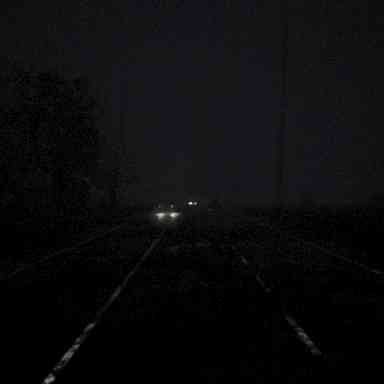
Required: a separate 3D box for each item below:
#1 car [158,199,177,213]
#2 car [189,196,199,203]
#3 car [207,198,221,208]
[{"bbox_3d":[-3.124,1.710,43.119,2.097,1.767,4.553,0,0,4],"label":"car"},{"bbox_3d":[0.146,2.247,93.239,2.128,1.511,4.902,-1,0,0],"label":"car"},{"bbox_3d":[3.582,1.743,54.648,2.097,1.767,4.553,-1,0,0],"label":"car"}]
